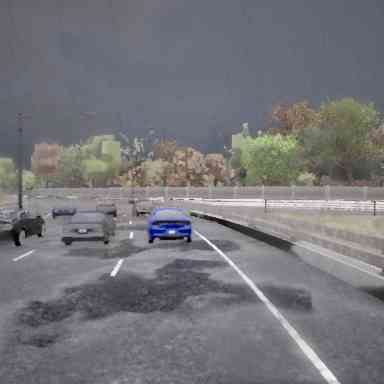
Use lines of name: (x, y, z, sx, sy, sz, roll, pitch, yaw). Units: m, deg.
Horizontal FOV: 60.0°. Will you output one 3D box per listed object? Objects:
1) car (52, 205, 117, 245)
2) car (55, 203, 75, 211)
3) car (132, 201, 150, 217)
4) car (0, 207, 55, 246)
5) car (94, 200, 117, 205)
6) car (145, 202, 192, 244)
car: (-4.644, 1.561, 15.516, 2.033, 1.411, 5.357, 0, 0, -8)
car: (-11.368, 1.614, 29.929, 1.895, 1.301, 4.718, 0, 0, -16)
car: (-4.644, 1.561, 31.876, 2.033, 1.411, 5.357, 0, 0, -16)
car: (-8.107, 1.493, 15.015, 2.128, 1.511, 4.902, 0, 0, -8)
car: (-8.002, 1.493, 30.888, 2.128, 1.511, 4.902, 0, 0, -16)
car: (-1.180, 1.483, 16.018, 1.882, 1.535, 5.008, 0, 0, -8)
